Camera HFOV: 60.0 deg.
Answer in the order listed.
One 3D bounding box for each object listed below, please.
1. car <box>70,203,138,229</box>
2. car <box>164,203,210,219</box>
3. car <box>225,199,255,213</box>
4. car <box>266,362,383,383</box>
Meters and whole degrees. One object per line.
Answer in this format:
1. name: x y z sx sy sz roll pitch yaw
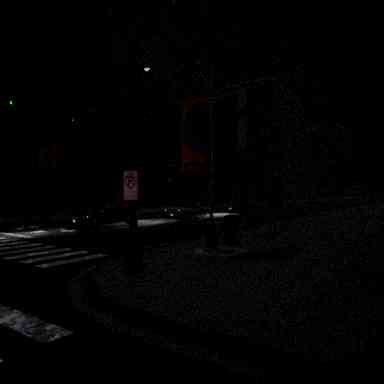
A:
1. car: -5.780 1.512 22.332 2.128 1.511 4.902 0 0 36
2. car: -0.422 1.638 29.939 1.895 1.301 4.718 0 0 36
3. car: 5.603 1.549 38.432 2.128 1.511 4.902 0 0 35
4. car: 2.199 1.551 1.278 4.403 1.369 2.008 0 0 36
